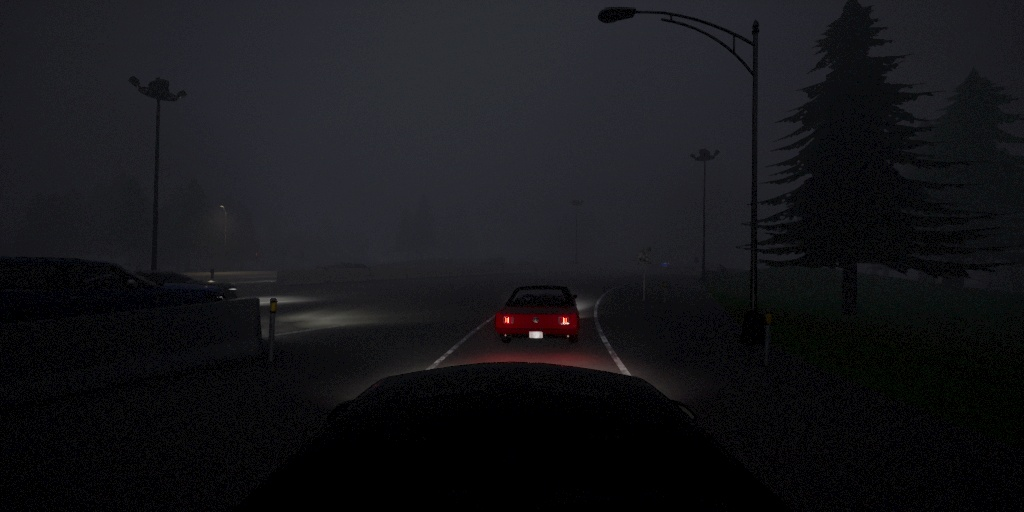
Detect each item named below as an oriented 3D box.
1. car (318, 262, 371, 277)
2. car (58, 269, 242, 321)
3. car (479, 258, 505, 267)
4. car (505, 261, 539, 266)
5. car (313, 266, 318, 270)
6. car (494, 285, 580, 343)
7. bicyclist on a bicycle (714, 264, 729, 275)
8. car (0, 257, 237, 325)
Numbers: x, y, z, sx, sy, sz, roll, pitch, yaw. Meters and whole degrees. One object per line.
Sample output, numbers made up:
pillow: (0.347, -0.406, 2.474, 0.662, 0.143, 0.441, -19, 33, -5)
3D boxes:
car: (-15.589, 1.415, 34.642, 1.895, 1.301, 4.718, 1, 0, 38)
car: (-13.787, 1.332, 14.001, 1.837, 1.490, 4.892, 0, 0, 39)
car: (-3.231, 1.279, 61.999, 2.150, 2.045, 5.566, 0, -1, 38)
car: (1.667, 1.567, 56.911, 2.128, 1.511, 4.902, 0, -1, 38)
car: (-19.737, 1.359, 40.709, 1.895, 1.301, 4.718, 0, 0, 38)
car: (0.868, 1.464, 9.980, 1.895, 1.301, 4.718, -1, -1, 9)
bicyclist on a bicycle: (28.401, 1.853, 48.788, 1.656, 1.620, 0.582, 4, 1, 38)
car: (-9.708, 1.054, 7.897, 2.150, 2.045, 5.566, 0, -1, 39)
